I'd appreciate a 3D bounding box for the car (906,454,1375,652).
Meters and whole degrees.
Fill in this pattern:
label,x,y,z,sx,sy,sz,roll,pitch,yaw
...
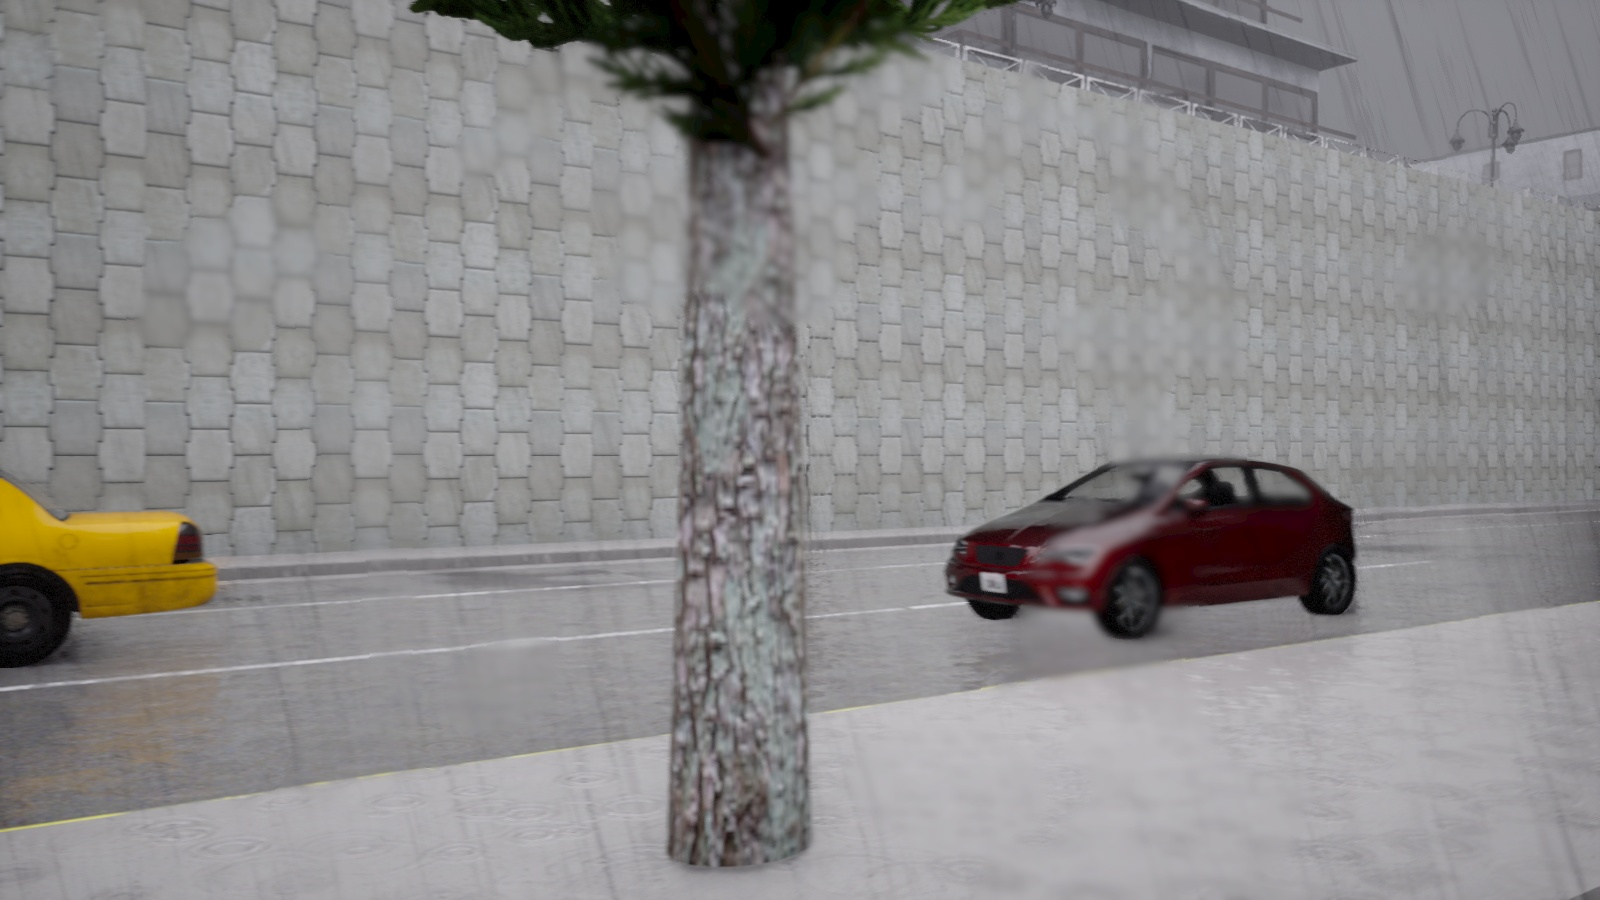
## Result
label,x,y,z,sx,sy,sz,roll,pitch,yaw
car,3.156,0.780,11.338,4.193,1.474,1.816,0,0,-35

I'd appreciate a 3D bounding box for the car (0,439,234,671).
label,x,y,z,sx,sy,sz,roll,pitch,yaw
car,-6.940,0.719,8.575,5.366,1.575,1.801,0,0,-35
